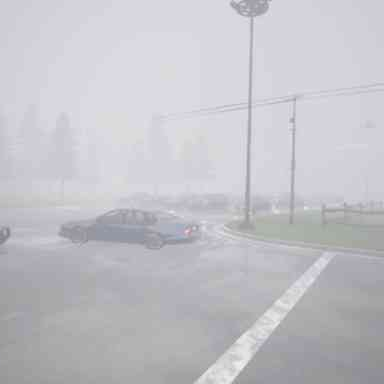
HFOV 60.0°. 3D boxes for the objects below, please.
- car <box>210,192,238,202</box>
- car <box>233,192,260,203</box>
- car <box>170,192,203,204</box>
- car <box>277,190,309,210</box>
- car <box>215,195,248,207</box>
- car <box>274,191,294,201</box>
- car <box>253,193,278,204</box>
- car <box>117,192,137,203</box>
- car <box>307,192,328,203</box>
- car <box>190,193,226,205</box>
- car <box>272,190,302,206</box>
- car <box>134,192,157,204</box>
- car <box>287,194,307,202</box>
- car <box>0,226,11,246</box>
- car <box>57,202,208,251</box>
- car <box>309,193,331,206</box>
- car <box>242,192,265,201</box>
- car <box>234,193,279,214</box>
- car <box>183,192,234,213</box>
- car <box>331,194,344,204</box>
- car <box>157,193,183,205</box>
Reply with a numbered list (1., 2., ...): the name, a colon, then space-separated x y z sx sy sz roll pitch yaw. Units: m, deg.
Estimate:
1. car: 5.101 0.746 52.960 2.128 1.511 4.902 2 1 37
2. car: 8.541 0.827 51.743 1.882 1.535 5.008 2 1 37
3. car: -0.657 0.731 45.245 1.882 1.535 5.008 2 1 37
4. car: 11.108 0.987 37.619 2.097 1.767 4.553 2 1 37
5. car: 4.959 1.045 41.081 1.895 1.301 4.718 2 1 36
6. car: 17.669 0.702 63.924 2.097 1.767 4.553 2 1 37
7. car: 10.908 0.970 49.089 1.812 1.442 4.674 2 1 37
8. car: -6.292 0.759 37.601 1.837 1.490 4.892 2 1 36
9. car: 21.878 0.894 57.892 2.097 1.767 4.553 2 1 37
10. car: 2.191 0.896 43.221 2.033 1.411 5.357 2 1 37
11. car: 13.302 0.761 46.435 2.150 2.045 5.566 2 1 37
12. car: -3.536 0.950 35.452 1.895 1.301 4.718 2 1 36
13. car: 18.856 1.047 59.688 1.895 1.301 4.718 2 1 37
14. car: -8.075 1.270 9.629 4.718 1.301 1.895 1 1 -1
15. car: -2.336 1.294 12.640 5.357 1.411 2.033 2 1 16
16. car: 17.050 1.236 45.631 1.895 1.301 4.718 2 1 37
17. car: 11.328 0.748 61.250 2.128 1.511 4.902 2 1 37
18. car: 5.656 1.127 30.256 2.128 1.511 4.902 2 1 36
19. car: 1.620 0.893 30.619 2.097 1.767 4.553 2 1 36
20. car: 23.051 1.114 53.655 1.882 1.535 5.008 2 1 37
21. car: -0.732 0.992 33.365 2.033 1.411 5.357 2 1 36
